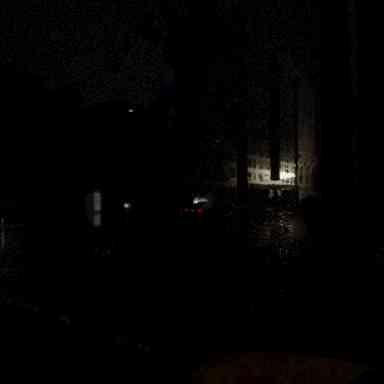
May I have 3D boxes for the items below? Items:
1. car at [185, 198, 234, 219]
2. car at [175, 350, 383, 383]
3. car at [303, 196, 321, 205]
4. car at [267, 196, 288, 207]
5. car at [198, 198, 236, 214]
[{"bbox_3d":[1.486,1.518,28.909,2.033,1.411,5.357,-1,0,35],"label":"car"},{"bbox_3d":[1.810,1.519,1.541,4.829,1.417,1.752,0,0,35],"label":"car"},{"bbox_3d":[20.024,1.340,55.422,1.882,1.535,5.008,-1,0,35],"label":"car"},{"bbox_3d":[13.027,1.423,50.391,1.837,1.490,4.892,-1,0,35],"label":"car"},{"bbox_3d":[2.774,1.487,35.892,1.837,1.490,4.892,-1,0,35],"label":"car"}]
